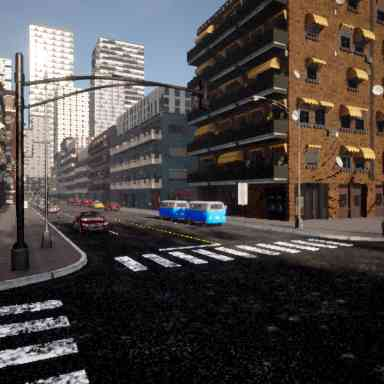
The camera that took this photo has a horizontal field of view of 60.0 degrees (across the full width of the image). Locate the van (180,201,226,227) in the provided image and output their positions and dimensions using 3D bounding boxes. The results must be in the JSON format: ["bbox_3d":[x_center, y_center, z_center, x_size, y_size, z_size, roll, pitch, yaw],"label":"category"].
[{"bbox_3d":[0.922,1.590,24.979,1.690,1.788,3.998,-1,0,-27],"label":"van"}]

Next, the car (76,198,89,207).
[{"bbox_3d":[-22.256,2.208,69.751,2.192,1.841,5.009,-1,0,-27],"label":"car"}]

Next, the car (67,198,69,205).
[{"bbox_3d":[-32.557,2.495,89.650,2.192,1.841,5.009,-1,0,-27],"label":"car"}]

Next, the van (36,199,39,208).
[{"bbox_3d":[-27.106,2.195,60.964,1.690,1.788,3.998,-1,0,-27],"label":"van"}]

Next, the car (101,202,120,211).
[{"bbox_3d":[-11.950,2.188,49.852,1.802,1.307,4.206,-1,0,-27],"label":"car"}]

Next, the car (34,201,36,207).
[{"bbox_3d":[-32.278,2.313,70.903,2.192,1.841,5.009,-1,0,-27],"label":"car"}]

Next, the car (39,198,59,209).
[{"bbox_3d":[-21.954,2.151,51.015,1.967,1.590,4.097,-1,0,-27],"label":"car"}]

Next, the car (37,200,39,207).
[{"bbox_3d":[-24.526,2.333,55.989,2.008,1.369,4.403,-1,0,-27],"label":"car"}]

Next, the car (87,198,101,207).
[{"bbox_3d":[-17.179,2.277,59.953,1.752,1.417,4.829,-1,0,-27],"label":"car"}]

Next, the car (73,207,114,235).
[{"bbox_3d":[-6.499,1.864,21.167,1.802,1.307,4.206,-1,0,-27],"label":"car"}]

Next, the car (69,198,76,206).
[{"bbox_3d":[-27.407,2.351,79.700,2.192,1.841,5.009,-1,0,-27],"label":"car"}]

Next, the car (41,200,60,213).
[{"bbox_3d":[-19.376,2.221,46.040,1.802,1.307,4.206,-1,0,-27],"label":"car"}]

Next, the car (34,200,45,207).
[{"bbox_3d":[-34.863,2.620,75.869,2.008,1.369,4.403,-1,0,-27],"label":"car"}]

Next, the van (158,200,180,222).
[{"bbox_3d":[-1.653,1.662,29.955,1.690,1.788,3.998,-1,0,-27],"label":"van"}]
